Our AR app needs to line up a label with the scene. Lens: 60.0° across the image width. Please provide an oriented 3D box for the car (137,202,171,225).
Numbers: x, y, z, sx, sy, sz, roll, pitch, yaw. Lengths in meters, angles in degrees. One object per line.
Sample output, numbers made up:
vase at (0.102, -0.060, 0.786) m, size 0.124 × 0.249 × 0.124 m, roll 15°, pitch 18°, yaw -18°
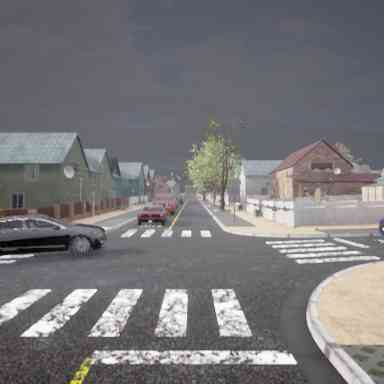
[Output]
car at (-2.797, 1.626, 24.117) m, size 1.895 × 1.301 × 4.718 m, roll 0°, pitch 0°, yaw -1°

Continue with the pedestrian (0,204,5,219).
pedestrian at (-9.678, 1.477, 16.643) m, size 0.375 × 1.860 × 0.375 m, roll 0°, pitch 0°, yaw 0°

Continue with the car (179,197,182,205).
car at (-2.807, 1.644, 44.874) m, size 1.895 × 1.301 × 4.718 m, roll 0°, pitch 0°, yaw 1°

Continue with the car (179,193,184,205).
car at (-2.708, 1.266, 59.862) m, size 2.150 × 2.045 × 5.566 m, roll 0°, pitch 0°, yaw 0°

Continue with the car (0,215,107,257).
car at (-5.595, 1.580, 11.984) m, size 4.902 × 1.511 × 2.128 m, roll -2°, pitch -1°, yaw -19°

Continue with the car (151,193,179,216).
car at (-2.824, 1.254, 33.865) m, size 2.150 × 2.045 × 5.566 m, roll 0°, pitch 0°, yaw 0°

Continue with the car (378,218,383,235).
car at (10.422, 1.203, 13.799) m, size 5.008 × 1.535 × 1.882 m, roll -2°, pitch -1°, yaw -2°
